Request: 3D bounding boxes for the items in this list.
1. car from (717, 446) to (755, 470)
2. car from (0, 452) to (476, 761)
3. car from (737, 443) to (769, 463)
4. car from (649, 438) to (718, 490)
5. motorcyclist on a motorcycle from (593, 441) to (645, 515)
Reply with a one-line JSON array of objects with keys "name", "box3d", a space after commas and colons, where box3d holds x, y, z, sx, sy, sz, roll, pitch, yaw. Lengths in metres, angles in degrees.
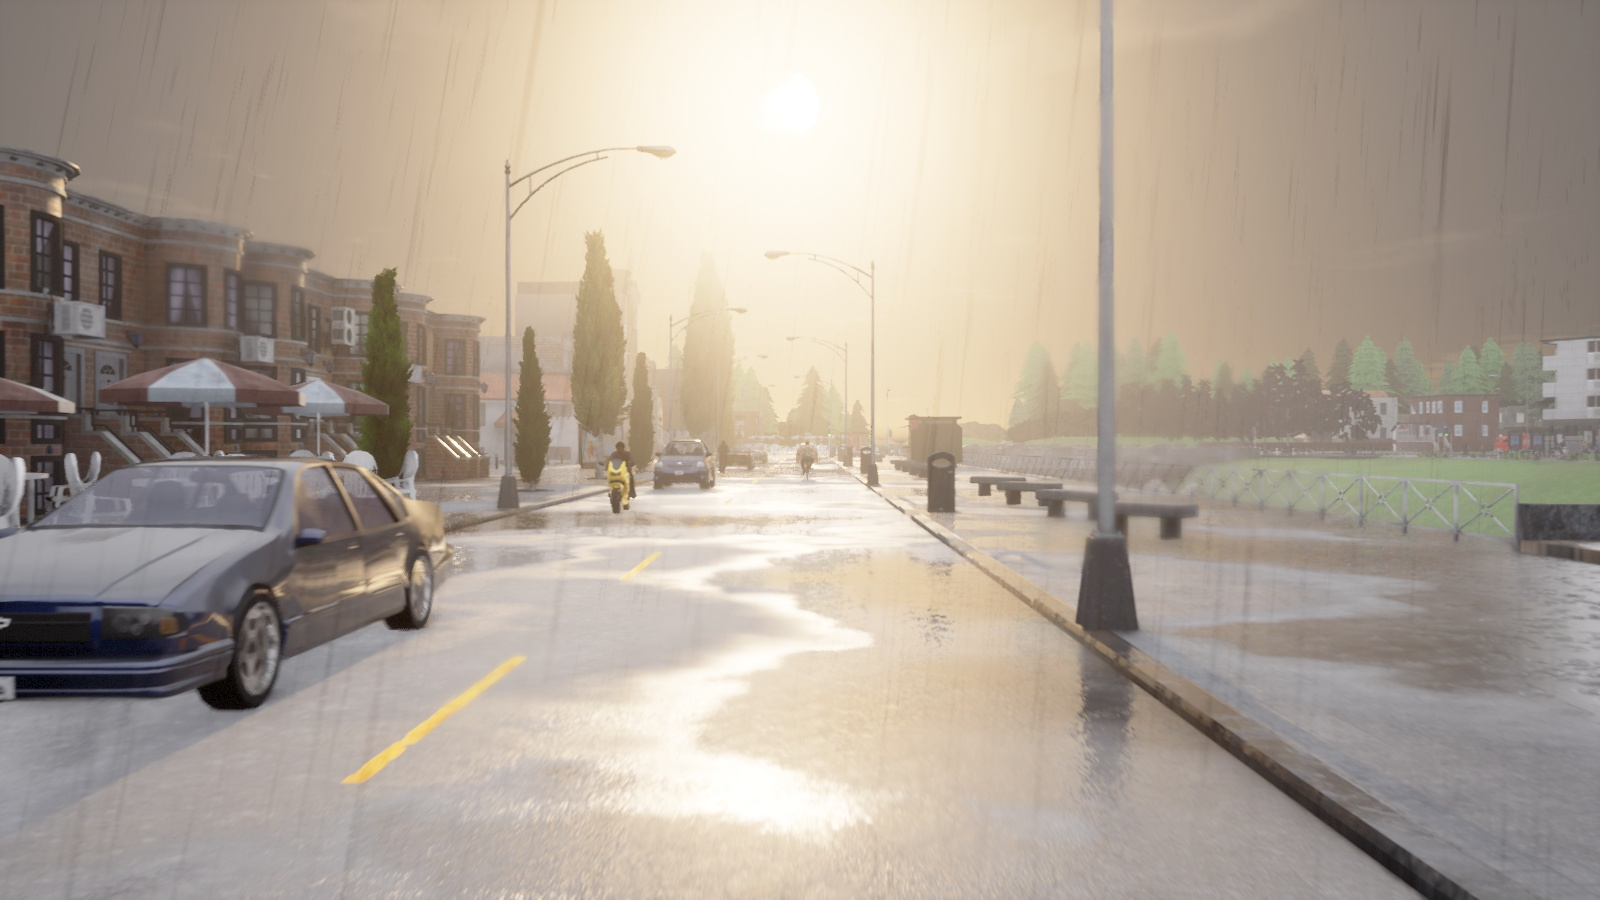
[{"name": "car", "box3d": [-3.590, 0.441, 71.441, 1.895, 1.301, 4.718, 0, 0, 0]}, {"name": "car", "box3d": [-3.936, 0.742, 8.590, 2.033, 1.411, 5.357, 0, 0, 0]}, {"name": "car", "box3d": [-3.465, 0.214, 93.880, 2.163, 1.488, 4.792, 0, 0, 0]}, {"name": "car", "box3d": [-3.757, 0.411, 40.978, 1.851, 1.617, 3.988, 0, 0, 0]}, {"name": "motorcyclist on a motorcycle", "box3d": [-3.836, 0.575, 26.771, 0.797, 1.523, 2.044, 0, 0, 0]}]
